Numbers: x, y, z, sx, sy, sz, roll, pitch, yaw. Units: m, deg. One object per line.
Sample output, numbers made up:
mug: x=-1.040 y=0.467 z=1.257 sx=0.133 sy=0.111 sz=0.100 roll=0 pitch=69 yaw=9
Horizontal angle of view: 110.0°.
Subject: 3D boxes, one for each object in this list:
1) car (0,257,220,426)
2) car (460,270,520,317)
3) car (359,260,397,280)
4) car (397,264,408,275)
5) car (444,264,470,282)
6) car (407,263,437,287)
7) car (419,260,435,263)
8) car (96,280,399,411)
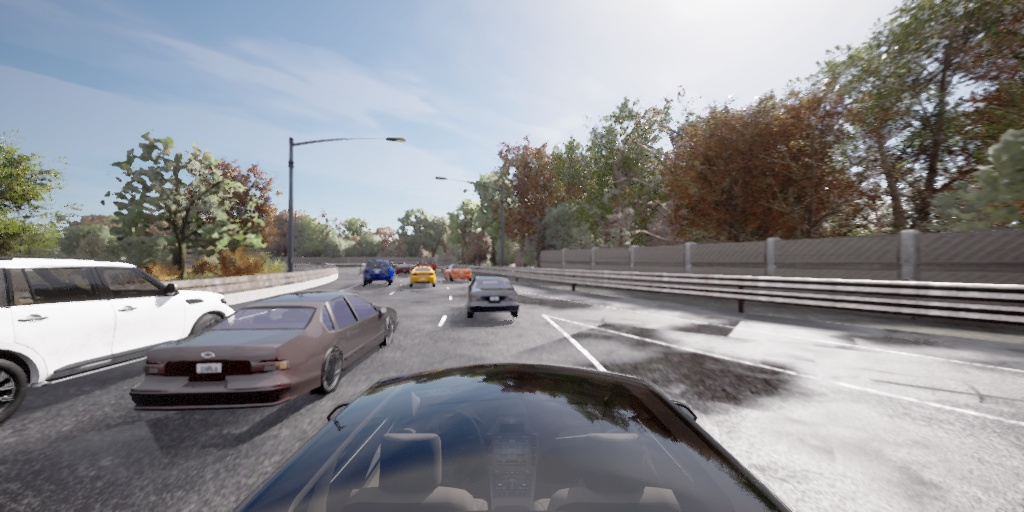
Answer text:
car: x=-7.092 y=1.044 z=5.492 sx=2.150 sy=2.045 sz=5.566 roll=0 pitch=-1 yaw=-3
car: x=-0.839 y=1.460 z=14.098 sx=2.033 sy=1.411 sz=5.357 roll=0 pitch=-1 yaw=-6
car: x=-11.133 y=1.374 z=30.153 sx=2.150 sy=2.045 sz=5.566 roll=0 pitch=-1 yaw=-16
car: x=-15.899 y=1.920 z=51.518 sx=1.882 sy=1.535 sz=5.008 roll=0 pitch=-1 yaw=-26
car: x=-5.363 y=1.550 z=35.210 sx=2.097 sy=1.767 sz=4.553 roll=0 pitch=-1 yaw=-19
car: x=-7.289 y=1.605 z=29.239 sx=1.882 sy=1.535 sz=5.008 roll=0 pitch=-1 yaw=-14
car: x=-12.615 y=1.662 z=52.557 sx=2.150 sy=2.045 sz=5.566 roll=0 pitch=-1 yaw=-26
car: x=-3.642 y=1.373 z=6.643 sx=2.033 sy=1.411 sz=5.357 roll=0 pitch=-1 yaw=-3
